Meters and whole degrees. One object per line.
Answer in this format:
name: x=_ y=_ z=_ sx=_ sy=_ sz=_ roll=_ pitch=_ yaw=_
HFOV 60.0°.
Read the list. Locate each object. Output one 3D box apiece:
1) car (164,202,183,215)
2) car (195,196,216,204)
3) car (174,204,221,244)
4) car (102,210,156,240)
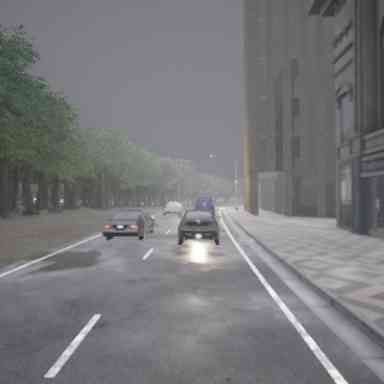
car: x=-2.012 y=1.813 z=37.595 sx=1.812 sy=1.442 sz=4.674 roll=0 pitch=-1 yaw=4
car: x=1.552 y=1.518 z=38.494 sx=2.150 sy=2.045 sz=5.566 roll=0 pitch=-1 yaw=4
car: x=0.347 y=1.564 z=16.089 sx=1.837 sy=1.490 sz=4.892 roll=0 pitch=0 yaw=2
car: x=-3.110 y=1.620 z=17.318 sx=2.033 sy=1.411 sz=5.357 roll=0 pitch=0 yaw=2
